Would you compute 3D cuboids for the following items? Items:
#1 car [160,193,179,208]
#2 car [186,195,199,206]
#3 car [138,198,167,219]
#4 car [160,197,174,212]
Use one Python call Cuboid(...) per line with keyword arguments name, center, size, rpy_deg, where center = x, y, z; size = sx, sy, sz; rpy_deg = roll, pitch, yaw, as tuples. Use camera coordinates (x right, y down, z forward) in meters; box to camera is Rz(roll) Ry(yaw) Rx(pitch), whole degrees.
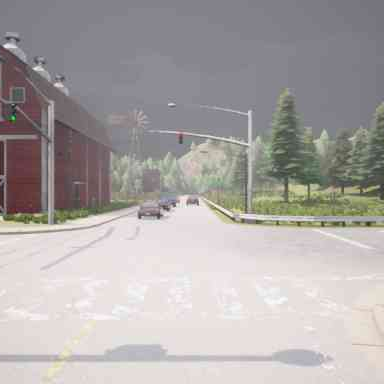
Cuboid(name="car", center=(-3.499, 1.220, 49.612), size=(2.150, 2.045, 5.566), rpy_deg=(0, 0, 0))
Cuboid(name="car", center=(0.105, 1.352, 55.591), size=(2.097, 1.767, 4.553), rpy_deg=(0, 0, 0))
Cuboid(name="car", center=(-3.545, 1.526, 29.186), size=(1.812, 1.442, 4.674), rpy_deg=(0, 0, 0))
Cuboid(name="car", center=(-3.526, 1.601, 39.292), size=(1.895, 1.301, 4.718), rpy_deg=(0, 0, 0))
